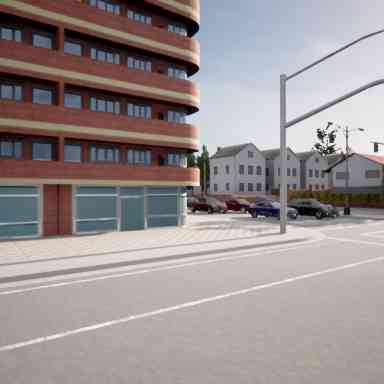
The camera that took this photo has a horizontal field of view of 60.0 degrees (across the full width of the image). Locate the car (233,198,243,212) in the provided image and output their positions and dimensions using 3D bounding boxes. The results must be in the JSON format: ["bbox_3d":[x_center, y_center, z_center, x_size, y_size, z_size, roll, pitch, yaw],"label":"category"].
[{"bbox_3d":[5.169,1.478,36.632,1.882,1.535,5.008,0,0,-35],"label":"car"}]

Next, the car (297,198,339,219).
[{"bbox_3d":[10.419,1.352,29.056,2.097,1.767,4.553,0,0,-35],"label":"car"}]

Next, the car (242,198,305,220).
[{"bbox_3d":[6.784,1.526,28.163,1.812,1.442,4.674,0,0,-35],"label":"car"}]

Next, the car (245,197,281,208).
[{"bbox_3d":[10.493,1.547,49.494,2.033,1.411,5.357,0,0,-35],"label":"car"}]

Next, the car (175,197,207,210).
[{"bbox_3d":[-0.212,1.505,44.422,1.837,1.490,4.892,0,0,-35],"label":"car"}]

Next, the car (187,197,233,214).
[{"bbox_3d":[1.790,1.352,35.361,2.097,1.767,4.553,0,0,-34],"label":"car"}]
